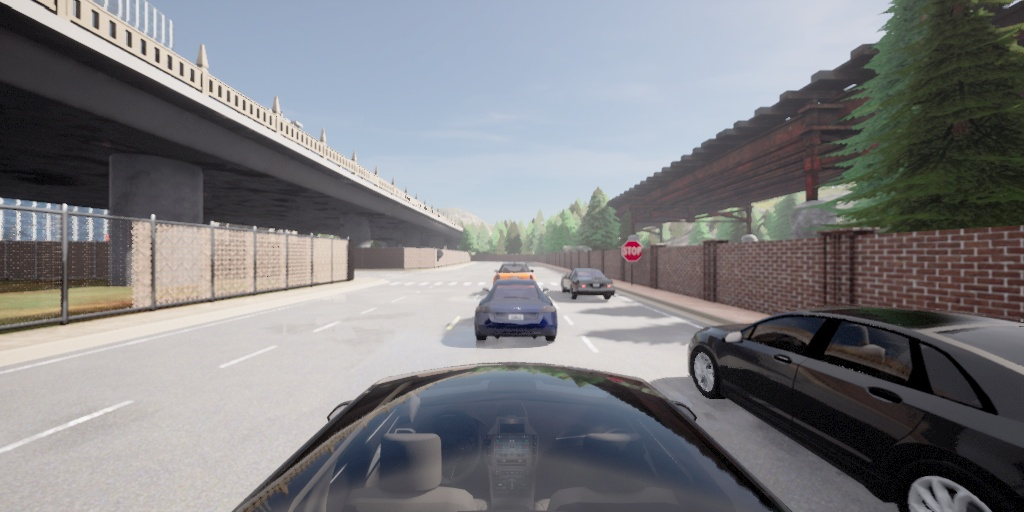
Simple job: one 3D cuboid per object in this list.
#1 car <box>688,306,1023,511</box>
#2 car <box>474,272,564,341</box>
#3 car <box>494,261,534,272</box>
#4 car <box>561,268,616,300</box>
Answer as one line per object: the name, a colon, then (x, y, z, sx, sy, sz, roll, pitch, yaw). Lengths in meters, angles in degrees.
car: (3.596, 1.255, 3.559, 1.837, 1.490, 4.892, 0, 0, 0)
car: (0.105, 1.319, 9.925, 1.994, 1.385, 4.181, 0, 0, 0)
car: (0.124, 1.112, 18.957, 2.097, 1.767, 4.553, 0, 0, 0)
car: (3.622, 1.307, 17.894, 2.033, 1.411, 5.357, 0, 0, 0)
